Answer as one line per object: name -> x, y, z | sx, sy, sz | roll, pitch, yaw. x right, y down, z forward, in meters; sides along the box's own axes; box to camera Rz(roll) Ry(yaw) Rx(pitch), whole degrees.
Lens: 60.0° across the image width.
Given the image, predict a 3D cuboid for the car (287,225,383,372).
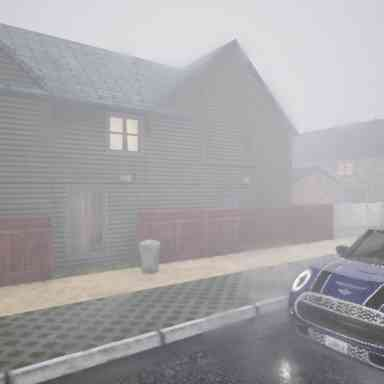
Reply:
car -> 3.672, 1.354, 5.548 | 4.553, 1.767, 2.097 | 0, 0, -35
